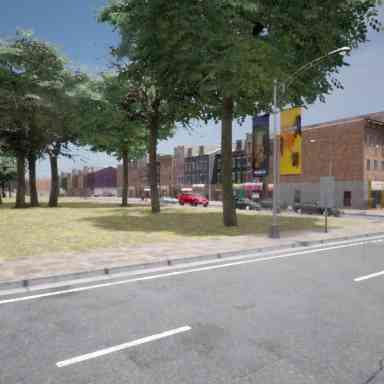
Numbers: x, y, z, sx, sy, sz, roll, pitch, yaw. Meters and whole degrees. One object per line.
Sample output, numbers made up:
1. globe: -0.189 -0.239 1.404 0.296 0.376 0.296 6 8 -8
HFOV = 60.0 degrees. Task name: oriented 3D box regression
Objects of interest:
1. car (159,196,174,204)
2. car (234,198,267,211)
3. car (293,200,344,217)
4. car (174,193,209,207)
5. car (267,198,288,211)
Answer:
1. car: -5.042 1.474 61.473 1.895 1.301 4.718 1 0 -35
2. car: 6.352 1.496 40.431 1.837 1.490 4.892 1 0 -35
3. car: 12.178 1.588 32.240 1.837 1.490 4.892 1 0 -35
4. car: 0.151 1.136 49.165 2.150 2.045 5.566 1 0 -35
5. car: 9.506 1.516 41.044 2.128 1.511 4.902 1 0 -35
